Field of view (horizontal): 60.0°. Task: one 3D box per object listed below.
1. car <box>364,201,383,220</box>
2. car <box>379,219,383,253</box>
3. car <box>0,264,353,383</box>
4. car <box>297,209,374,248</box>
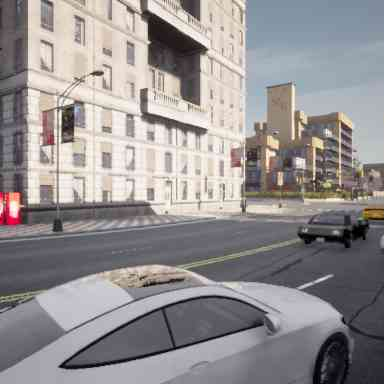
[{"bbox_3d":[14.388,1.467,25.300,1.882,1.535,5.008,0,0,37],"label":"car"},{"bbox_3d":[7.946,1.597,11.338,1.895,1.301,4.718,0,0,41],"label":"car"},{"bbox_3d":[-0.239,1.523,3.415,4.674,1.442,1.812,0,0,-36],"label":"car"},{"bbox_3d":[6.451,1.593,14.816,1.895,1.301,4.718,0,0,39],"label":"car"}]
